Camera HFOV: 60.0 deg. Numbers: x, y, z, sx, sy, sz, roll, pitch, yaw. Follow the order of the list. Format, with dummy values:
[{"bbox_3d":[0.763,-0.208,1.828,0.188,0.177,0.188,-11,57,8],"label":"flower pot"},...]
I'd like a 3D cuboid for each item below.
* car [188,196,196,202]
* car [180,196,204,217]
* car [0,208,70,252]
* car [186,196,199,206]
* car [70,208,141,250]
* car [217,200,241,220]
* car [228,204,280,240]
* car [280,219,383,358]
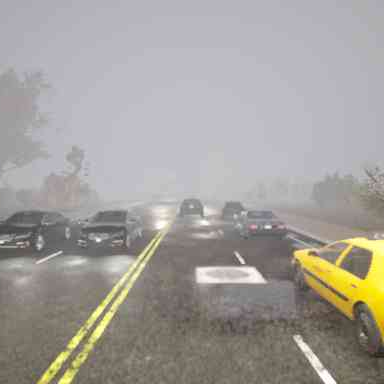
[{"bbox_3d":[-0.019,1.464,74.353,1.895,1.301,4.718,0,0,0],"label":"car"},{"bbox_3d":[-0.018,1.311,30.801,2.097,1.767,4.553,0,0,0],"label":"car"},{"bbox_3d":[-6.604,1.491,13.943,1.837,1.490,4.892,0,0,0],"label":"car"},{"bbox_3d":[0.084,1.461,53.402,2.033,1.411,5.357,0,0,0],"label":"car"},{"bbox_3d":[-3.355,1.490,14.340,1.837,1.490,4.892,0,0,0],"label":"car"},{"bbox_3d":[3.243,1.468,27.714,1.837,1.490,4.892,0,0,0],"label":"car"},{"bbox_3d":[3.246,1.528,16.714,2.033,1.411,5.357,0,0,0],"label":"car"},{"bbox_3d":[3.249,1.450,5.903,1.801,1.575,5.366,0,0,0],"label":"car"}]
